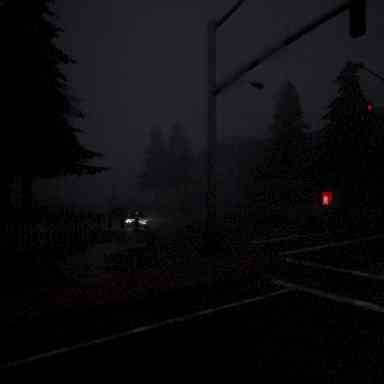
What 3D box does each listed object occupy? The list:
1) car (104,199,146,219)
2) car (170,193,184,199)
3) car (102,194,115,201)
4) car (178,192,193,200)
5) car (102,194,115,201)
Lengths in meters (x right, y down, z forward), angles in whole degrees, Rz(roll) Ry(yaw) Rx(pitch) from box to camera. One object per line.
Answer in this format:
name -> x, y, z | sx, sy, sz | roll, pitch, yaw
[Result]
car -> -5.769, 1.560, 29.156 | 1.994, 1.385, 4.181 | 0, 0, -37
car -> -3.860, 1.040, 86.228 | 1.932, 1.855, 4.605 | 0, 0, -37
car -> -20.883, 1.352, 82.944 | 1.970, 1.475, 3.806 | 0, 0, -37
car -> -1.779, 1.015, 88.298 | 1.905, 1.878, 3.866 | 0, 0, -37
car -> -18.829, 1.345, 75.215 | 1.845, 1.501, 3.633 | 0, 0, -37
